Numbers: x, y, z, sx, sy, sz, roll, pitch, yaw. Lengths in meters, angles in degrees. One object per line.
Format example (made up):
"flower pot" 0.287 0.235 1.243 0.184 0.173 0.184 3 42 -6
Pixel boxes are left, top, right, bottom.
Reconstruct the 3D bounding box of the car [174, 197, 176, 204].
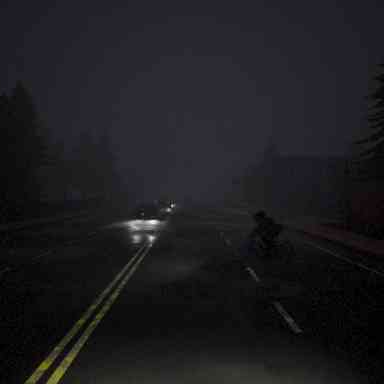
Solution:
"car" -4.142 1.490 63.927 2.128 1.511 4.902 0 0 0

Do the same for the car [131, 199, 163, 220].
"car" -3.855 1.564 28.113 1.994 1.385 4.181 0 0 -1

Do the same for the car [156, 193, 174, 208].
"car" -4.027 1.352 46.803 2.097 1.767 4.553 0 0 0

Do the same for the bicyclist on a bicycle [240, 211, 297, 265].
"bicyclist on a bicycle" 2.428 1.442 10.688 1.656 1.620 0.582 -1 0 -3

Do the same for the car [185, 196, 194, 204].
"car" -0.488 1.547 63.353 2.033 1.411 5.357 0 0 -1

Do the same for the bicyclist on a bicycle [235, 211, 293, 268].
"bicyclist on a bicycle" 2.088 1.446 9.858 1.656 1.620 0.582 -1 0 -4
